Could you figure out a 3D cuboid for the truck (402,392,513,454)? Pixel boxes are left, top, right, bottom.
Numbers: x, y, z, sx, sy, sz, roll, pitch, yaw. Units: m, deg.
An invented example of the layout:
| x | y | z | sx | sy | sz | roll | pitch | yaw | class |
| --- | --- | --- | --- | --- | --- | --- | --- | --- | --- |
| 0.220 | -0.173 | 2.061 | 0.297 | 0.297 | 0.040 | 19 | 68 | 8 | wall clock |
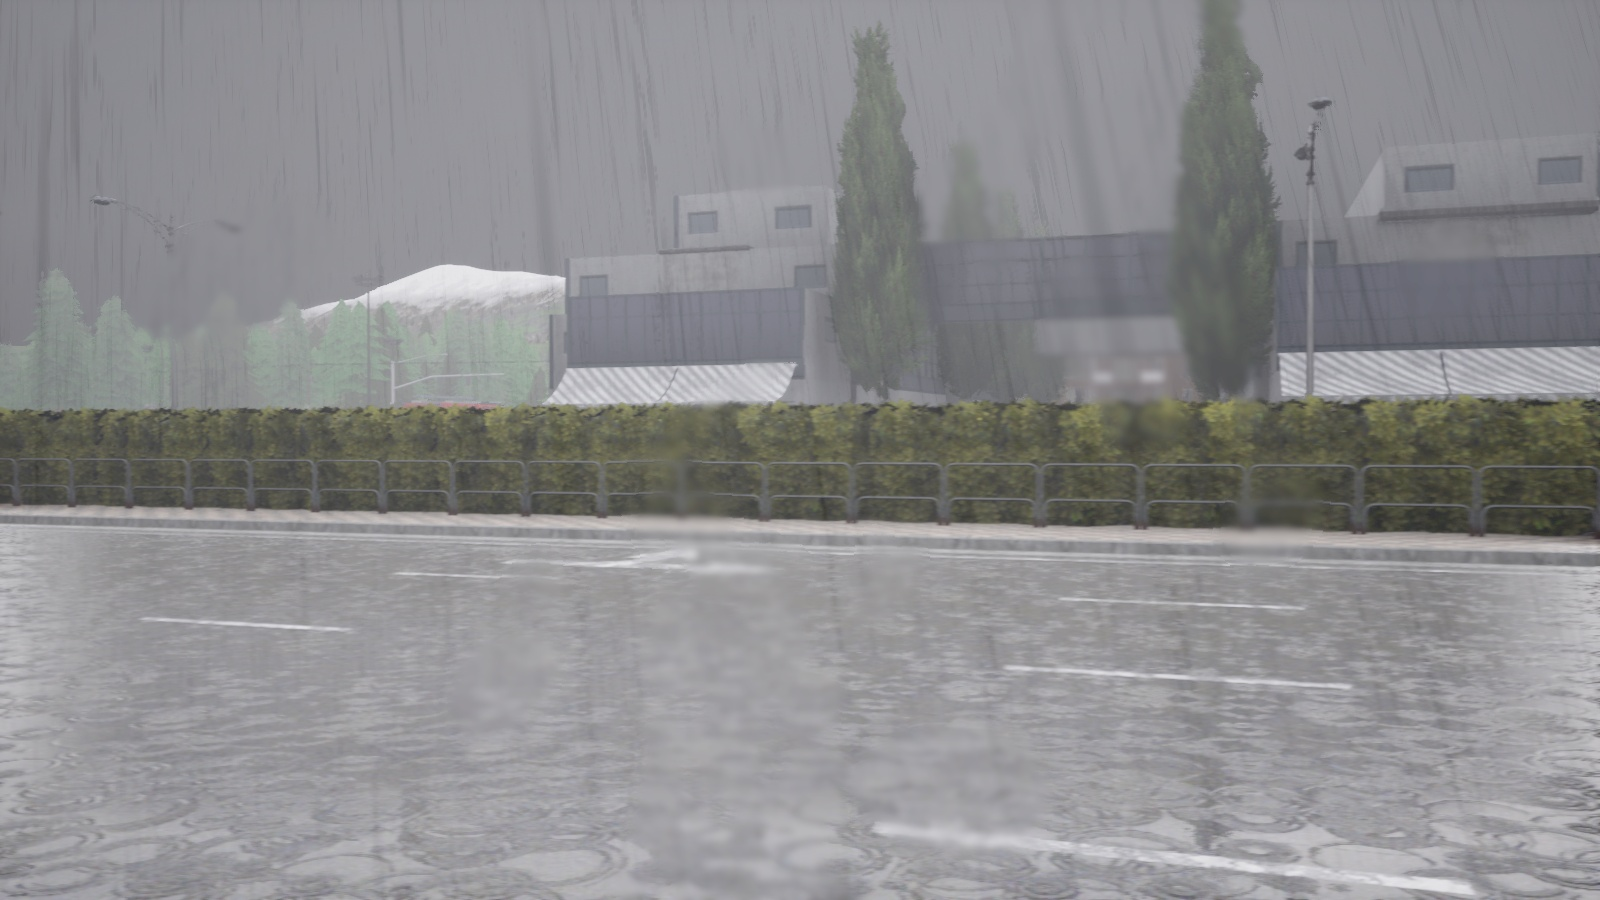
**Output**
| x | y | z | sx | sy | sz | roll | pitch | yaw | class |
| --- | --- | --- | --- | --- | --- | --- | --- | --- | --- |
| -22.246 | -1.738 | 82.155 | 2.891 | 3.827 | 8.468 | 1 | 1 | 18 | truck |
